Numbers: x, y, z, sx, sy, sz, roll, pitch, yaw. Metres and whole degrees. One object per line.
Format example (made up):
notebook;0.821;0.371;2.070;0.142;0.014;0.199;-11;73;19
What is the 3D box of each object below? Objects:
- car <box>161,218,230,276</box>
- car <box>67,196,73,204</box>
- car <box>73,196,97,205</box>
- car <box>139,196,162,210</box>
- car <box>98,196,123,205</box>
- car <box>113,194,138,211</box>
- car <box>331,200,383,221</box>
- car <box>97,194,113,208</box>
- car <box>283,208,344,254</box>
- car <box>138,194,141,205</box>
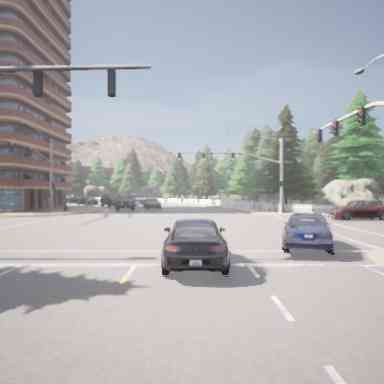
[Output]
car;0.095;1.541;10.289;1.812;1.442;4.674;0;0;0
car;-22.879;1.585;66.612;4.892;1.490;1.837;0;0;31
car;-18.492;1.428;58.993;4.553;1.767;2.097;0;0;43
car;-5.258;1.560;43.515;1.837;1.490;4.892;0;0;-17
car;-14.784;1.569;60.341;2.128;1.511;4.902;0;0;-44
car;-8.406;1.275;41.601;2.150;2.045;5.566;0;0;-15
car;13.970;1.442;27.992;4.553;1.767;2.097;0;0;0
car;-12.359;1.287;51.186;2.150;2.045;5.566;0;0;-31
car;4.776;1.581;13.694;2.033;1.411;5.357;0;-1;19
car;-8.987;1.288;52.296;2.150;2.045;5.566;0;0;-31
